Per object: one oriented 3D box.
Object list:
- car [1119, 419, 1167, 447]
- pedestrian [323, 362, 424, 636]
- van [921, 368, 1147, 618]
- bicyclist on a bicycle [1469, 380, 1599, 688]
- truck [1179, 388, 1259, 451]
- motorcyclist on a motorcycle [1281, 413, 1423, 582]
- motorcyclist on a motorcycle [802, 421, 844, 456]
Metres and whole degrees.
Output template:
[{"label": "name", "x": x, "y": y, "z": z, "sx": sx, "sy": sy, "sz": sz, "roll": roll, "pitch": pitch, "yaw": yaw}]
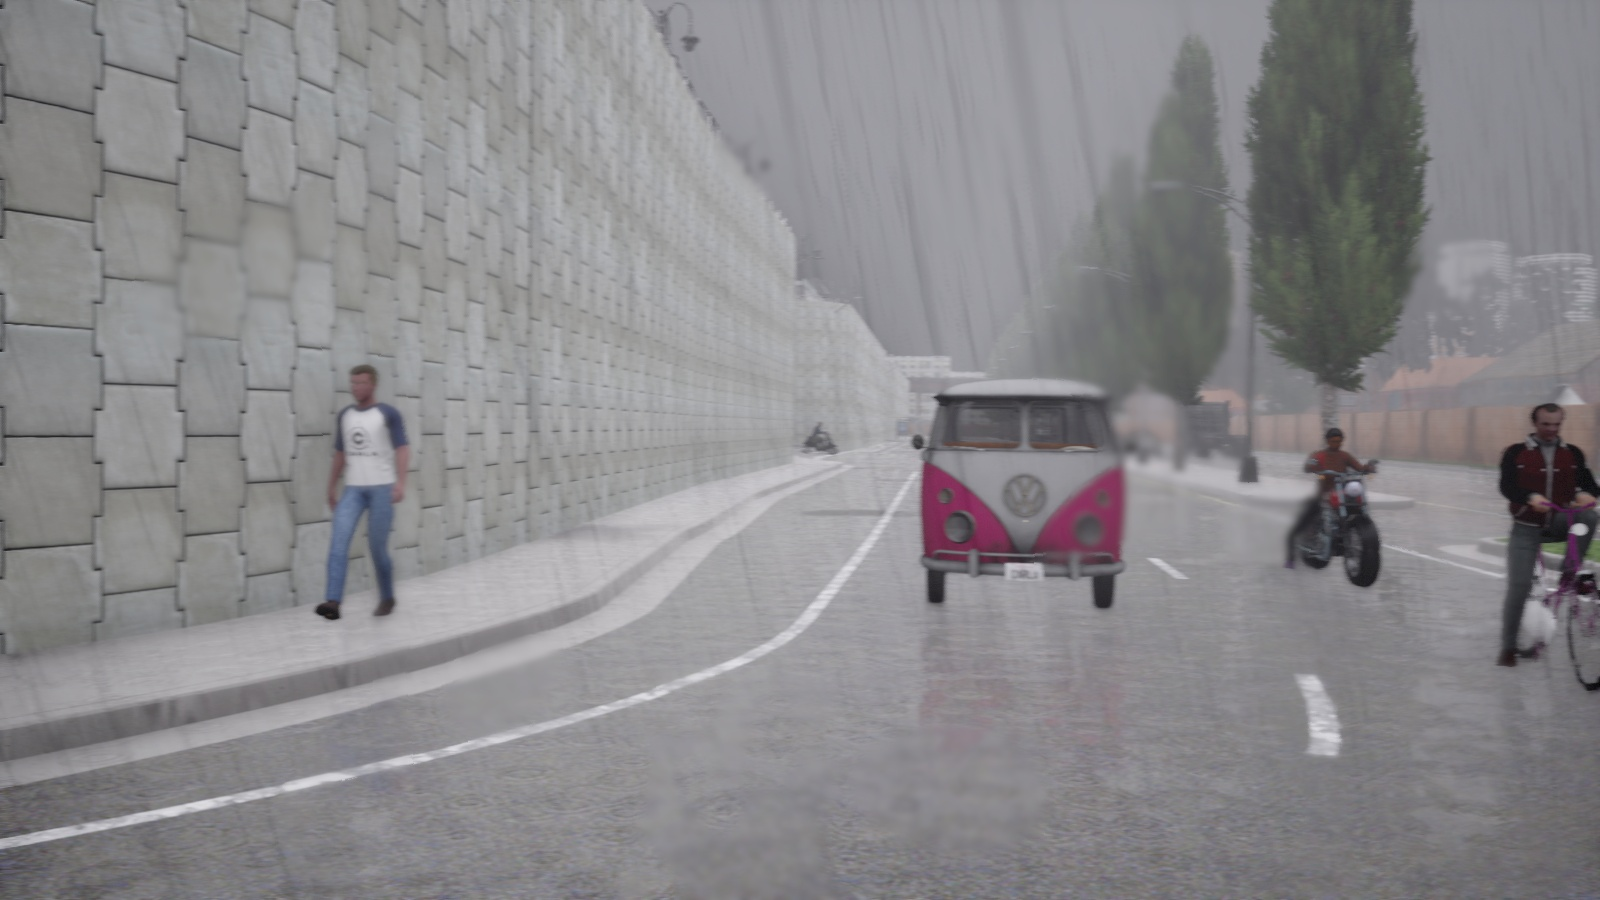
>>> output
[{"label": "car", "x": 21.563, "y": -1.084, "z": 79.056, "sx": 2.152, "sy": 1.651, "sz": 5.027, "roll": 0, "pitch": 1, "yaw": 7}, {"label": "pedestrian", "x": -2.968, "y": 0.321, "z": 8.773, "sx": 0.354, "sy": 1.836, "sz": 0.706, "roll": 0, "pitch": 1, "yaw": 9}, {"label": "van", "x": 2.172, "y": 0.303, "z": 12.292, "sx": 1.775, "sy": 1.987, "sz": 4.442, "roll": 0, "pitch": 1, "yaw": 8}, {"label": "bicyclist on a bicycle", "x": 4.945, "y": 0.470, "z": 8.113, "sx": 0.659, "sy": 1.776, "sz": 1.843, "roll": 0, "pitch": 1, "yaw": 13}, {"label": "truck", "x": 24.473, "y": -1.778, "z": 73.805, "sx": 2.891, "sy": 3.462, "sz": 7.936, "roll": 0, "pitch": 1, "yaw": 7}, {"label": "motorcyclist on a motorcycle", "x": 5.874, "y": 0.442, "z": 13.512, "sx": 0.766, "sy": 1.649, "sz": 2.350, "roll": 0, "pitch": 1, "yaw": 7}, {"label": "motorcyclist on a motorcycle", "x": 1.109, "y": -0.578, "z": 60.085, "sx": 1.817, "sy": 1.590, "sz": 0.866, "roll": 2, "pitch": 3, "yaw": 16}]
